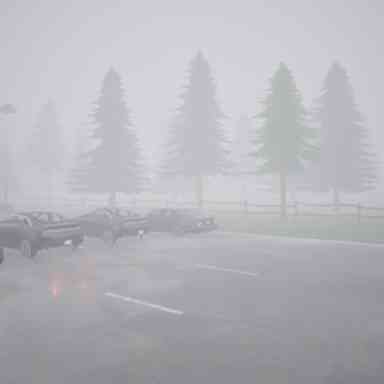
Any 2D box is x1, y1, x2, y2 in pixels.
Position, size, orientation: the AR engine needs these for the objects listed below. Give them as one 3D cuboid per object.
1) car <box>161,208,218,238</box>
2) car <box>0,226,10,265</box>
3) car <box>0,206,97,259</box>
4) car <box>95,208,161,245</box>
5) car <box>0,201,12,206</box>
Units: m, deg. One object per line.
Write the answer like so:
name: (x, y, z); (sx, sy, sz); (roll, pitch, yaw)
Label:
car: (-1.236, 1.547, 17.754); (5.357, 1.411, 2.033); (0, 0, 36)
car: (-7.166, 1.601, 9.082); (4.718, 1.301, 1.895); (0, 0, 36)
car: (-6.165, 1.492, 12.671); (4.902, 1.511, 2.128); (0, 0, 36)
car: (-4.132, 1.491, 15.520); (4.902, 1.511, 2.128); (0, 0, 36)
car: (-17.601, 1.505, 29.442); (4.892, 1.490, 1.837); (0, 0, 36)
